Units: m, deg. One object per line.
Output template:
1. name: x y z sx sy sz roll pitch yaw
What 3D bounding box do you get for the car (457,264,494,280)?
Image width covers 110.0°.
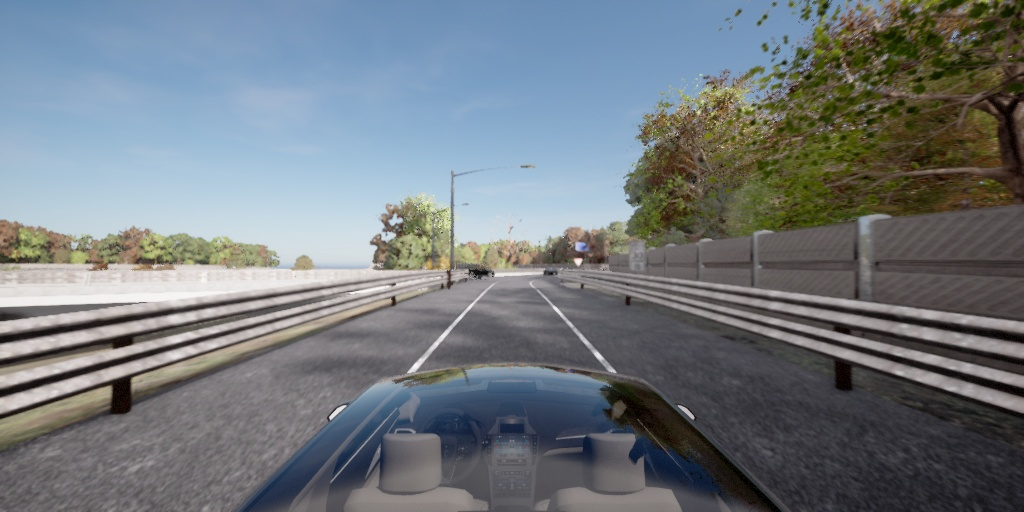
1. car: -4.703 2.018 45.885 2.150 2.045 5.566 -1 -2 39

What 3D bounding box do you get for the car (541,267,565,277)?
1. car: 7.138 2.842 63.366 1.882 1.535 5.008 -1 -2 28
